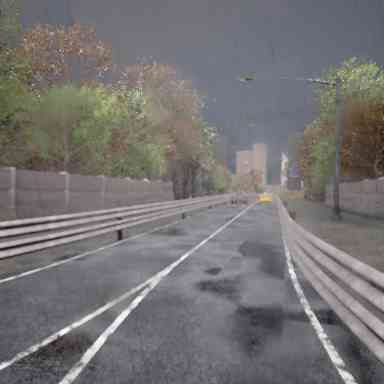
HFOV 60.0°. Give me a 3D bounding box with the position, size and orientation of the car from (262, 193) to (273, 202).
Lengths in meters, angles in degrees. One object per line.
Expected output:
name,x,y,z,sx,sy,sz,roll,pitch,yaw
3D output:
car,13.858,0.946,61.010,1.812,1.442,4.674,1,0,14

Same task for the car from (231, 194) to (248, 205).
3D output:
car,6.490,1.013,45.056,1.994,1.385,4.181,1,1,14

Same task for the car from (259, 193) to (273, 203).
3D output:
car,11.384,0.923,50.997,1.882,1.535,5.008,1,0,14
